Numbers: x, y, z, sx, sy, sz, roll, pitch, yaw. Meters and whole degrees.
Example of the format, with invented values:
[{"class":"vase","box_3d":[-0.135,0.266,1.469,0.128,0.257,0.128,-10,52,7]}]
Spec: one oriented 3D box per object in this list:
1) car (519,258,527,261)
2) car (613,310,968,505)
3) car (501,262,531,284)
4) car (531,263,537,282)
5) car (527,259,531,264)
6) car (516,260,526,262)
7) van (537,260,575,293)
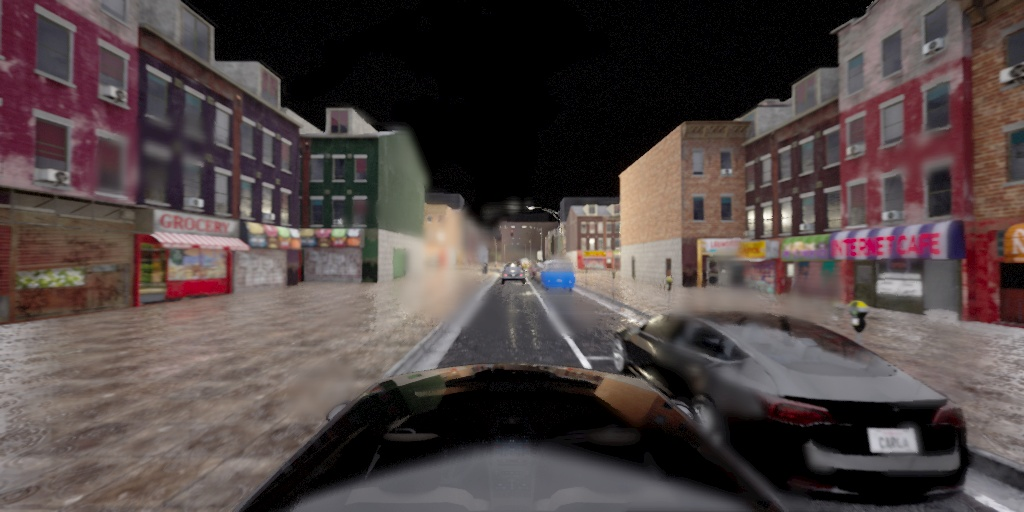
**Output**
[{"class":"car","box_3d":[2.644,1.528,64.825,1.751,1.417,4.829,0,0,0]},{"class":"car","box_3d":[2.639,1.324,4.568,1.948,1.339,4.313,0,0,0]},{"class":"car","box_3d":[0.100,1.382,27.533,2.033,1.411,5.357,0,0,0]},{"class":"car","box_3d":[2.640,1.357,26.900,1.751,1.417,4.829,0,0,0]},{"class":"car","box_3d":[2.640,1.292,32.270,1.967,1.591,4.097,0,0,0]},{"class":"car","box_3d":[0.102,1.439,37.849,1.994,1.385,4.181,0,0,0]},{"class":"van","box_3d":[2.640,1.151,21.189,1.690,1.789,3.998,0,0,0]}]
